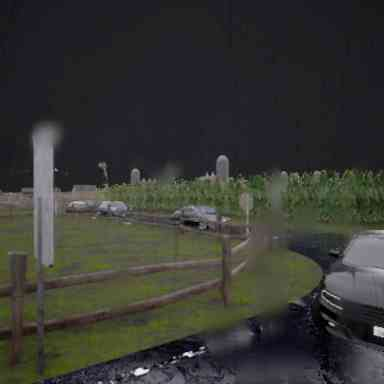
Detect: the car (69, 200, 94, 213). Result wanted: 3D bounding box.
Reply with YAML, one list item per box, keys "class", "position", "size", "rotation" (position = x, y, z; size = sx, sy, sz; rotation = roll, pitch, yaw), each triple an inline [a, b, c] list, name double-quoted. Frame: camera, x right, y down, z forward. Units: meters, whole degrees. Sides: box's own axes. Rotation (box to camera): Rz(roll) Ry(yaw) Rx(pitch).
- class: "car"
  position: [-14.922, 1.937, 43.884]
  size: [1.812, 1.442, 4.674]
  rotation: [0, 0, -35]

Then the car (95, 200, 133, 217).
- class: "car"
  position: [-7.778, 1.657, 33.804]
  size: [2.097, 1.767, 4.553]
  rotation: [0, 0, -35]

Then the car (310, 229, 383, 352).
- class: "car"
  position: [3.805, 1.501, 6.240]
  size: [1.882, 1.535, 5.008]
  rotation: [2, 1, 34]

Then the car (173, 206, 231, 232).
- class: "car"
  position: [0.565, 1.679, 22.098]
  size: [2.128, 1.511, 4.902]
  rotation: [0, 0, -35]
